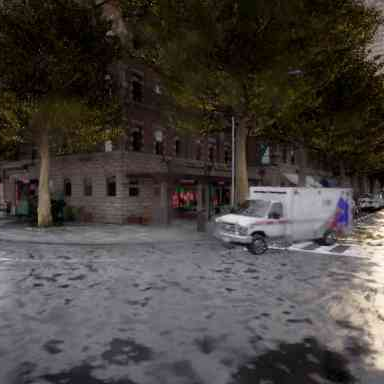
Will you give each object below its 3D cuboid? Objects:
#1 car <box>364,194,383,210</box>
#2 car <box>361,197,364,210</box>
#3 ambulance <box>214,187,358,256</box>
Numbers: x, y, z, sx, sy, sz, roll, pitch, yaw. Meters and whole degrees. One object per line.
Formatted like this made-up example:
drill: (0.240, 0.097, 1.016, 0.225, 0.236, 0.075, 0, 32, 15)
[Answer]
car: (23.355, 1.228, 42.974, 2.435, 2.045, 5.566, 0, 0, 36)
car: (14.495, 1.480, 31.651, 2.231, 1.521, 4.892, 0, 0, 36)
ambulance: (3.912, 1.023, 13.764, 6.366, 2.431, 2.351, 0, 2, -33)
